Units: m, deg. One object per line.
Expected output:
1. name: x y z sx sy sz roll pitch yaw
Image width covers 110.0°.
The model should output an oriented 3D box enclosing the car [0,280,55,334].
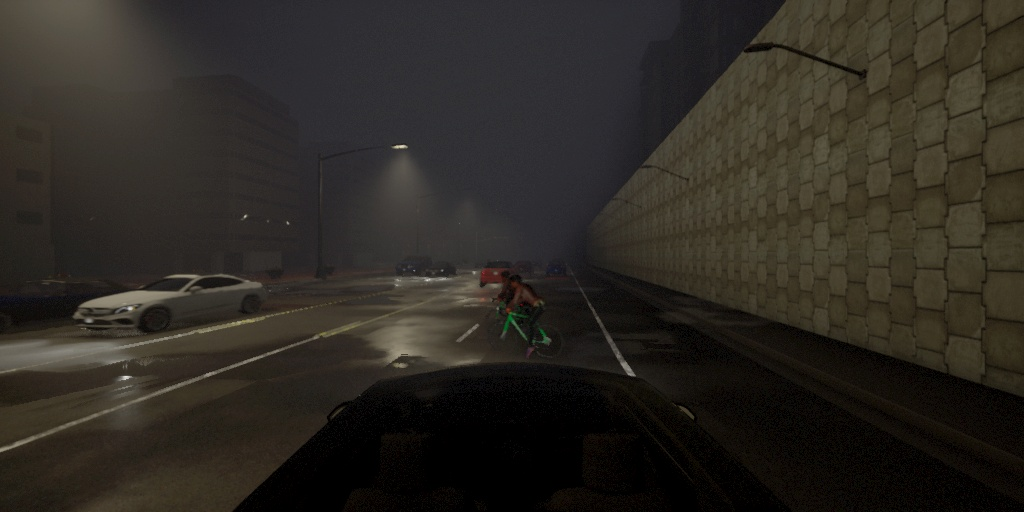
1. car: -13.433 1.342 10.466 1.895 1.301 4.718 0 0 8

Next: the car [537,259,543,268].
1. car: 3.945 1.241 57.345 2.033 1.411 5.357 0 0 8

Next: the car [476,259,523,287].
1. car: -0.701 1.079 24.034 2.097 1.767 4.553 0 0 8

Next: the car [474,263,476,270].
1. car: -4.062 1.182 51.276 1.882 1.535 5.008 0 0 8

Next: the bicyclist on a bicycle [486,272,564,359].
1. bicyclist on a bicycle: 0.234 1.198 7.105 1.656 1.620 0.582 -2 -1 27

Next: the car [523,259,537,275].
1. car: 1.309 1.190 38.723 1.882 1.535 5.008 0 0 8

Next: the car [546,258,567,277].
1. car: 4.388 1.194 35.192 1.882 1.535 5.008 0 0 8

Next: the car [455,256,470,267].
1. car: -7.528 0.792 51.761 1.882 1.535 5.008 0 0 8

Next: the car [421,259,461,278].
1. car: -6.598 1.243 33.858 1.812 1.442 4.674 0 0 8

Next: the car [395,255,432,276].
1. car: -9.765 0.937 36.480 2.150 2.045 5.566 0 0 8

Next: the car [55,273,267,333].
1. car: -9.828 1.267 10.914 1.812 1.442 4.674 0 0 8
